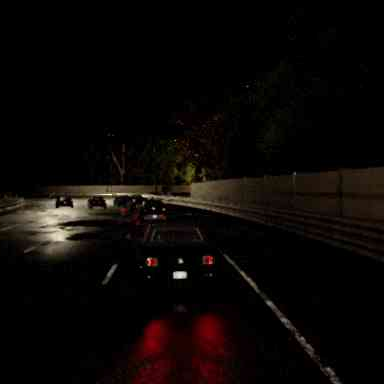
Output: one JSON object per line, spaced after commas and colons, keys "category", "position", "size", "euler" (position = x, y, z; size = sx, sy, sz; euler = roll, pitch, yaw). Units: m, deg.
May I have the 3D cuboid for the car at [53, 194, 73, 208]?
{"category": "car", "position": [-16.042, 1.240, 41.739], "size": [1.994, 1.385, 4.181], "euler": [0, 1, -24]}

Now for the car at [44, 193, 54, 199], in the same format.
{"category": "car", "position": [-34.037, 0.942, 80.075], "size": [4.181, 1.385, 1.994], "euler": [0, 1, 42]}

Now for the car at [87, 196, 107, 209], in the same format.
{"category": "car", "position": [-11.330, 1.225, 39.590], "size": [2.033, 1.411, 5.357], "euler": [0, 1, -22]}

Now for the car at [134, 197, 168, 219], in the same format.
{"category": "car", "position": [-2.884, 1.298, 23.627], "size": [1.837, 1.490, 4.892], "euler": [0, 1, -12]}

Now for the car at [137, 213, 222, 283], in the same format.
{"category": "car", "position": [-0.520, 1.512, 9.438], "size": [1.895, 1.301, 4.718], "euler": [-1, 0, -7]}

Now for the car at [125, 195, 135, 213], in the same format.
{"category": "car", "position": [-5.258, 1.222, 32.966], "size": [1.837, 1.490, 4.892], "euler": [0, 1, -17]}

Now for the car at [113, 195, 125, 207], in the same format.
{"category": "car", "position": [-8.857, 1.164, 42.862], "size": [1.812, 1.442, 4.674], "euler": [0, 1, -23]}
